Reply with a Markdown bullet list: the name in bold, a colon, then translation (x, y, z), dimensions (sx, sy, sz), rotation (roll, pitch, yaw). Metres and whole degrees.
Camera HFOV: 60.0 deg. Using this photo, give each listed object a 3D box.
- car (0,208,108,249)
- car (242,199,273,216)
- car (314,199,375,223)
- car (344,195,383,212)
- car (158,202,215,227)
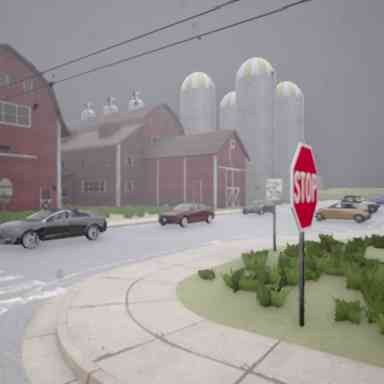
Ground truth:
- **car**: translation (-6.087, 1.491, 14.803), dimensions (2.128, 1.511, 4.902), rotation (0, 0, 39)
- **car**: translation (6.639, 1.504, 32.970), dimensions (1.837, 1.490, 4.892), rotation (0, 0, 35)
- **car**: translation (11.247, 1.506, 25.274), dimensions (4.193, 1.474, 1.816), rotation (0, 0, 35)
- **car**: translation (18.495, 1.313, 36.657), dimensions (3.866, 1.878, 1.905), rotation (0, 0, 35)
- **car**: translation (-0.285, 1.477, 22.934), dimensions (1.882, 1.535, 5.008), rotation (0, 0, 35)
